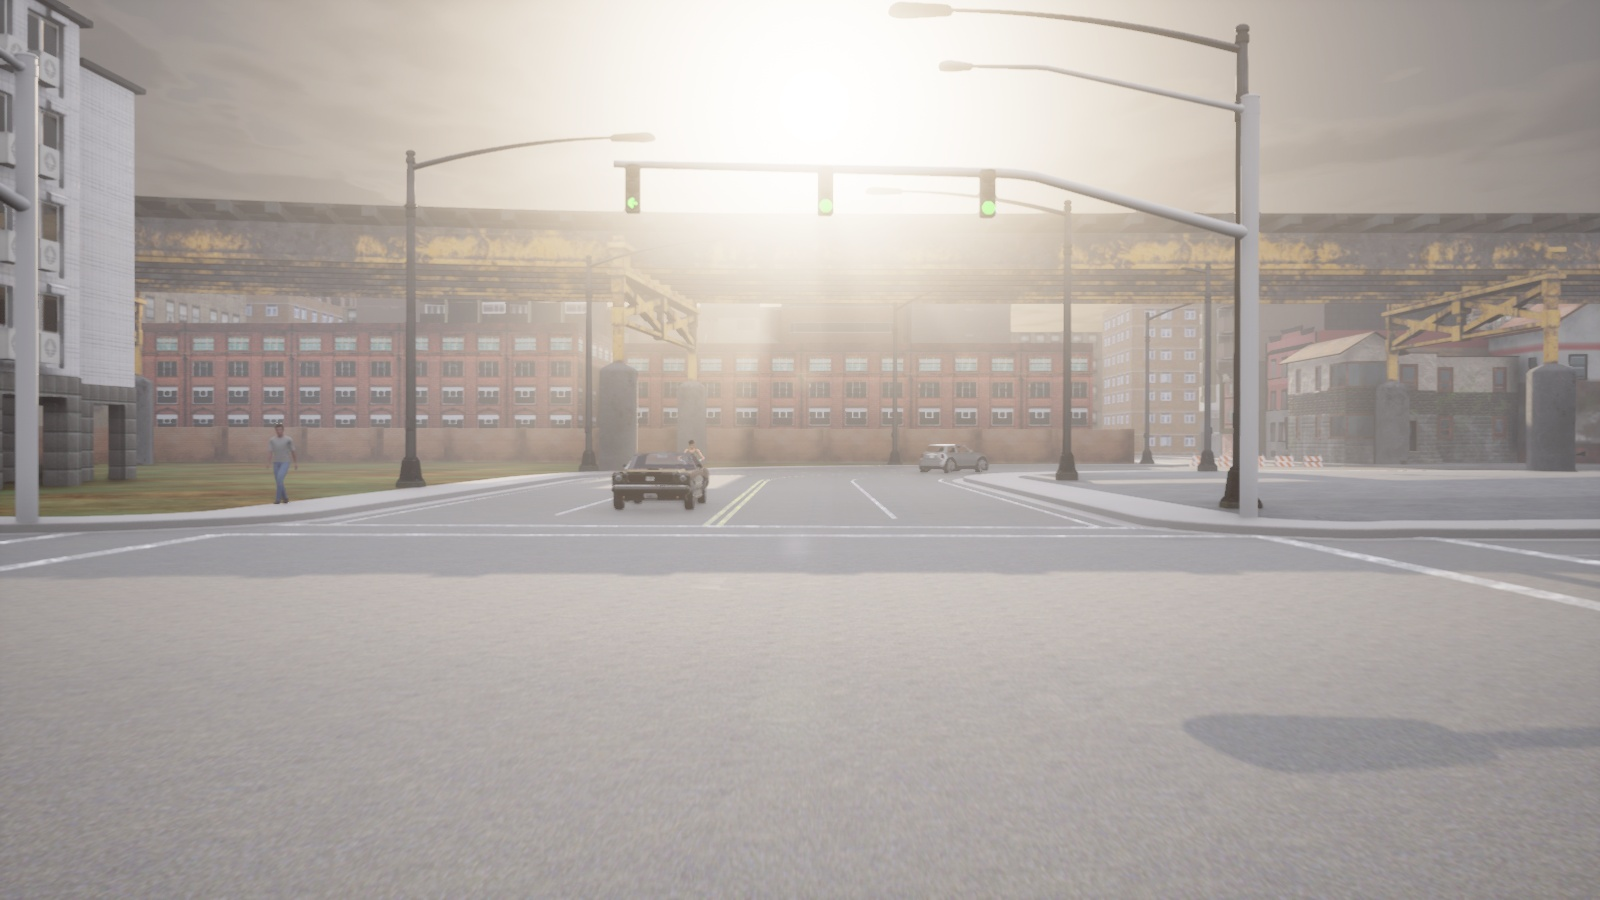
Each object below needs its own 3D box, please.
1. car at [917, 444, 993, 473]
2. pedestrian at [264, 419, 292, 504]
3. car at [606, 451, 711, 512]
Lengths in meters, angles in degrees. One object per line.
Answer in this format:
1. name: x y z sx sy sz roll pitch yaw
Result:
1. car: 8.065 0.407 65.157 3.806 1.475 1.970 0 0 -43
2. pedestrian: -11.404 0.245 27.460 0.354 1.836 0.706 0 0 -4
3. car: -3.296 0.698 30.128 1.895 1.301 4.718 0 0 1
